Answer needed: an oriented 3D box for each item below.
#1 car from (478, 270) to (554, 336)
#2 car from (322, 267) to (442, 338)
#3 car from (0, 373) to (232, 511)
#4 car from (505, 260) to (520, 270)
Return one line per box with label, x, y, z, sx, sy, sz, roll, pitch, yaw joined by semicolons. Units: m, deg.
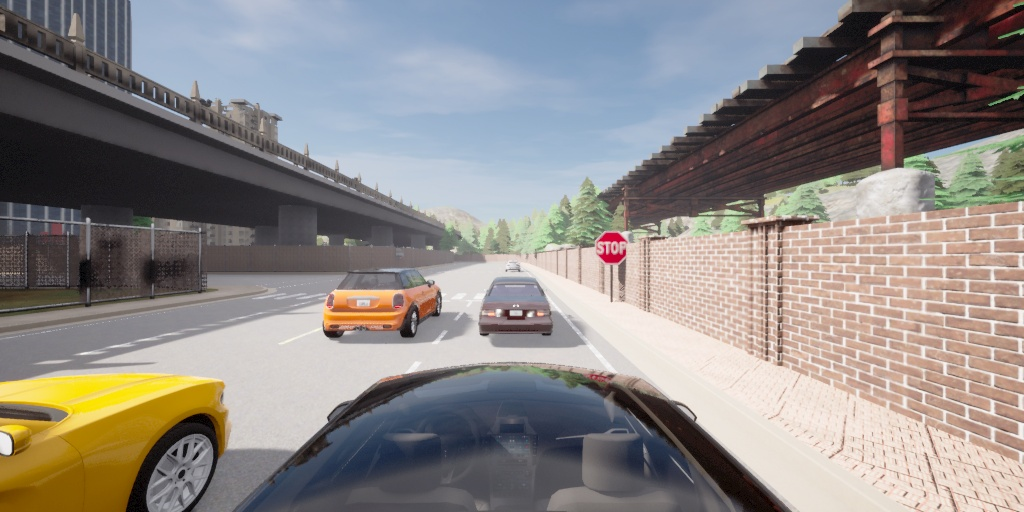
car;0.088;1.297;10.369;2.033;1.411;5.357;0;0;0
car;-3.413;1.102;10.350;2.097;1.767;4.553;0;0;0
car;-3.397;1.228;1.092;1.882;1.535;5.008;0;0;0
car;0.113;1.276;46.246;1.812;1.442;4.674;0;0;-1
